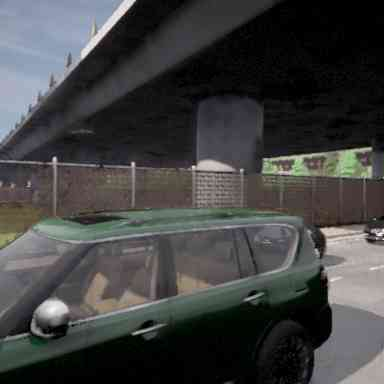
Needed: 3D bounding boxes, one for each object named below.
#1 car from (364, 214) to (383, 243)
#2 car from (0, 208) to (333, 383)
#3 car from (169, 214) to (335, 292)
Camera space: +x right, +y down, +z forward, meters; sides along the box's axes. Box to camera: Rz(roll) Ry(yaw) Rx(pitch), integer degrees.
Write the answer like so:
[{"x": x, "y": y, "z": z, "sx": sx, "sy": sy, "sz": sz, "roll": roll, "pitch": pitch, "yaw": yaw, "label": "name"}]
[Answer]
[{"x": 9.802, "y": 1.550, "z": 15.267, "sx": 4.892, "sy": 1.490, "sz": 1.837, "roll": 0, "pitch": 0, "yaw": -35, "label": "car"}, {"x": -0.840, "y": 1.226, "z": 3.380, "sx": 5.566, "sy": 2.045, "sz": 2.150, "roll": 1, "pitch": 0, "yaw": -36, "label": "car"}, {"x": 1.920, "y": 1.524, "z": 9.649, "sx": 4.892, "sy": 1.490, "sz": 1.837, "roll": 0, "pitch": 0, "yaw": -36, "label": "car"}]
